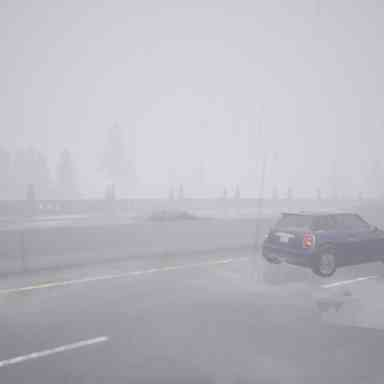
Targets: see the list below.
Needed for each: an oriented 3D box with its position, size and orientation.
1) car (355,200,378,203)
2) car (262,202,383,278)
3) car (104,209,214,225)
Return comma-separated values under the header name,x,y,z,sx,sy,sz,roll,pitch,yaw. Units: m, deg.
name,x,y,z,sx,sy,sz,roll,pitch,yaw
car,15.657,1.536,30.627,5.008,1.535,1.882,0,0,-17
car,4.415,1.347,10.304,4.553,1.767,2.097,0,0,-30
car,-1.407,1.505,15.339,5.357,1.411,2.033,0,0,-30
